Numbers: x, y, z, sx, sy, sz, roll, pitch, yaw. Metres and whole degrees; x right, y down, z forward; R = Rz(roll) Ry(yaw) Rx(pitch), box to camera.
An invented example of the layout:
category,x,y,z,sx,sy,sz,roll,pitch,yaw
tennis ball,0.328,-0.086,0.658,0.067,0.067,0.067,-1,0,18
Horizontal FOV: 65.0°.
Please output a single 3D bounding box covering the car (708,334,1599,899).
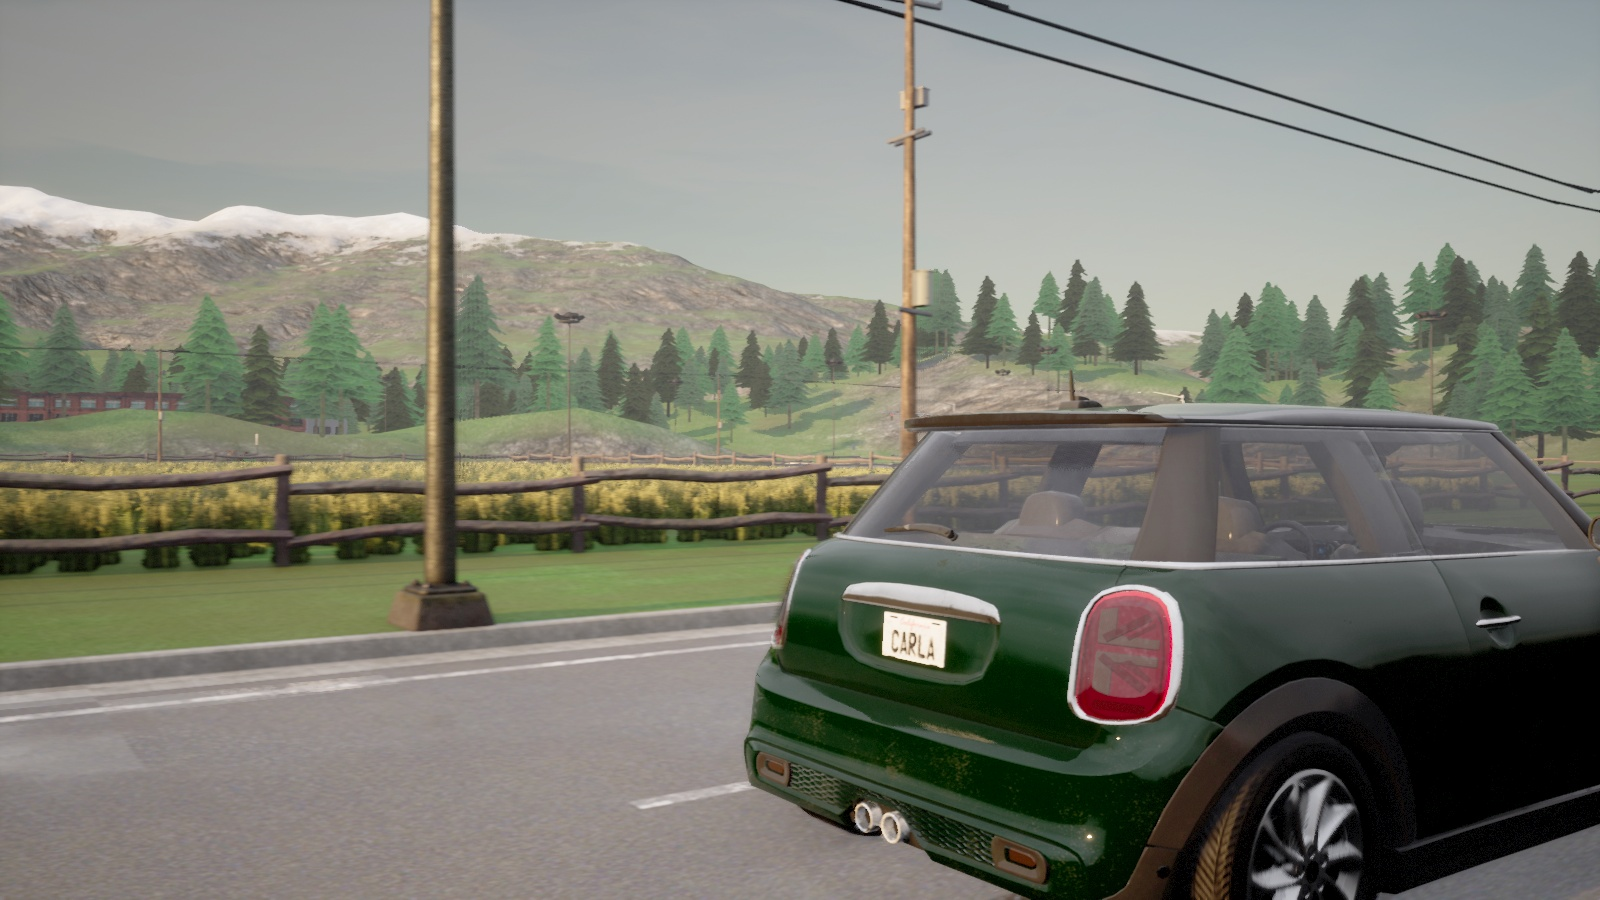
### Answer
category,x,y,z,sx,sy,sz,roll,pitch,yaw
car,2.126,0.611,5.139,4.553,1.767,2.097,0,0,-35
